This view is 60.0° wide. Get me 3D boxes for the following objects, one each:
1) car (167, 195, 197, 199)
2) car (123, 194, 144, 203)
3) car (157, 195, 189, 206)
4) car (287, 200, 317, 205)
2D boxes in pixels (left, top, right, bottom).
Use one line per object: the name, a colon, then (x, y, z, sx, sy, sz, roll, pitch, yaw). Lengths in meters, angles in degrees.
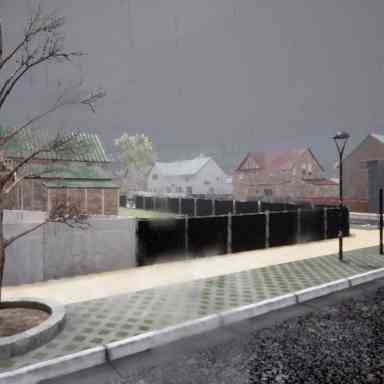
car: (-0.391, 1.237, 38.456, 2.033, 1.411, 5.357, 0, 1, -34)
car: (-8.090, 1.050, 49.866, 1.837, 1.490, 4.892, 0, 0, -34)
car: (-2.704, 1.144, 47.083, 2.033, 1.411, 5.357, 0, 1, -34)
car: (8.560, 1.379, 25.324, 1.812, 1.442, 4.674, 0, 1, -34)
